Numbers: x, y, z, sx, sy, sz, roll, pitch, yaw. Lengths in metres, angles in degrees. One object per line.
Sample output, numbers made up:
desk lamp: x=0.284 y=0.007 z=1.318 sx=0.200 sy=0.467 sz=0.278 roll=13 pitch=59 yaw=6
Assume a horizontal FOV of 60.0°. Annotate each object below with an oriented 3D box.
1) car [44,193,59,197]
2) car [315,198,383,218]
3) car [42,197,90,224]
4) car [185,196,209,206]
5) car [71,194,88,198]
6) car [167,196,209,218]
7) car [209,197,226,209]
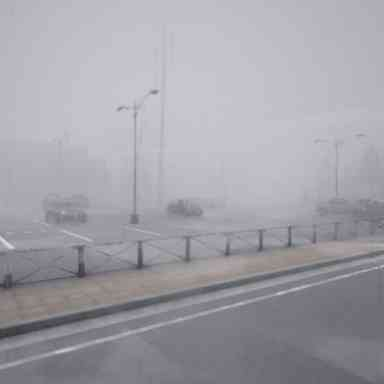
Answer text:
car: x=-16.487 y=1.099 z=39.575 sx=1.905 sy=1.878 sz=3.866 roll=0 pitch=0 yaw=-36
car: x=13.513 y=1.396 z=29.407 sx=2.152 sy=1.636 sz=5.027 roll=0 pitch=0 yaw=-36
car: x=-8.708 y=1.313 z=22.871 sx=2.007 sy=1.523 sz=4.514 roll=0 pitch=0 yaw=-36
car: x=0.770 y=1.447 z=52.383 sx=1.845 sy=1.501 sz=3.633 roll=0 pitch=0 yaw=-36
car: x=-14.373 y=1.127 z=41.611 sx=1.932 sy=1.855 sz=4.605 roll=0 pitch=0 yaw=-36
car: x=-0.583 y=1.358 z=28.689 sx=1.845 sy=1.501 sz=3.633 roll=0 pitch=0 yaw=-36
car: x=2.700 y=1.450 z=44.622 sx=1.970 sy=1.475 sz=3.806 roll=0 pitch=0 yaw=-36
